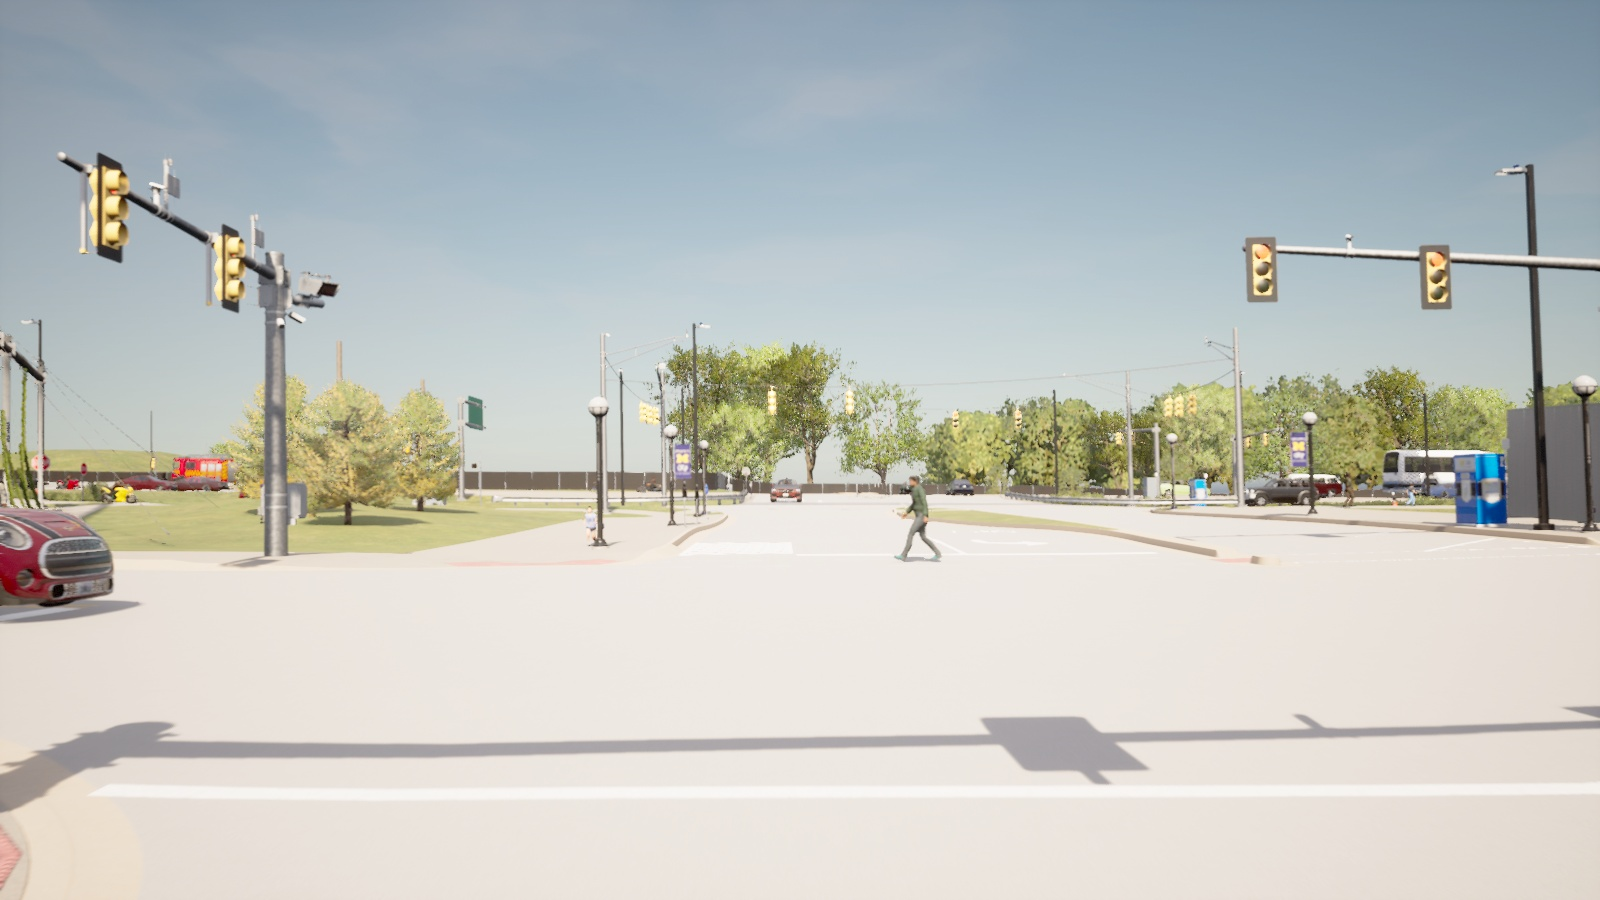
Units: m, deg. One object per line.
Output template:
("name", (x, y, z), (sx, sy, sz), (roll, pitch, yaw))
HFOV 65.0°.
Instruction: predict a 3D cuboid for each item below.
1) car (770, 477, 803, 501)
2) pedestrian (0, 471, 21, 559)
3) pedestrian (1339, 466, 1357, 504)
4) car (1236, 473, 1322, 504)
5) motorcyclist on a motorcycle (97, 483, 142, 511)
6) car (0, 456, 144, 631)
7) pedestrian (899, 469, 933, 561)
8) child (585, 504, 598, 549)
("car", (-0.922, 2.748, 88.797), (2.152, 1.651, 5.027), (0, -2, 1))
("pedestrian", (-17.247, 1.394, 26.862), (0.874, 1.855, 0.900), (-1, -2, -25))
("pedestrian", (28.370, 1.830, 65.024), (0.692, 1.930, 0.395), (-2, -2, -1))
("car", (29.842, 2.432, 78.299), (4.605, 1.855, 1.932), (-1, -2, 0))
("motorcyclist on a motorcycle", (-38.051, 2.617, 70.235), (2.044, 1.523, 0.797), (0, -2, 1))
("car", (-10.003, 0.974, 13.707), (4.553, 1.767, 2.097), (0, -2, -2))
("pedestrian", (2.376, 1.326, 25.699), (0.614, 1.847, 0.353), (-2, -2, 0))
("child", (-5.321, 1.950, 32.063), (0.255, 1.110, 0.394), (-2, -2, -1))
